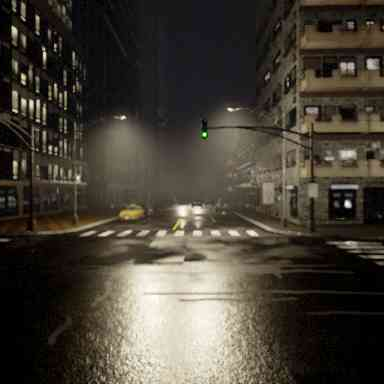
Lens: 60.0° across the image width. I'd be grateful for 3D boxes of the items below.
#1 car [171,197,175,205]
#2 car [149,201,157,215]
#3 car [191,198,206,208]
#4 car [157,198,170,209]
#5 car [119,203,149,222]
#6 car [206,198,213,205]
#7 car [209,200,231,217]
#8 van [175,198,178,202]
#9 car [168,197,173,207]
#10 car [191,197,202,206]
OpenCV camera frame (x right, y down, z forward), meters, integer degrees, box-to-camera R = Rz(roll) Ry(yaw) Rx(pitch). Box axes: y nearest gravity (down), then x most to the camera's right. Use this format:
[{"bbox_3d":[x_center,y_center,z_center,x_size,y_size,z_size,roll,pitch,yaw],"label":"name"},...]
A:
[{"bbox_3d":[-4.832,2.105,63.571,1.887,1.381,4.507,-1,-1,1],"label":"car"},{"bbox_3d":[-5.209,1.884,35.302,1.947,1.339,4.313,-1,-1,1],"label":"car"},{"bbox_3d":[0.894,1.985,57.746,2.128,1.511,4.902,0,-1,1],"label":"car"},{"bbox_3d":[-4.983,2.008,52.263,1.887,1.381,4.507,-1,-1,1],"label":"car"},{"bbox_3d":[-5.287,1.794,29.479,1.752,1.417,4.829,-1,-1,1],"label":"car"},{"bbox_3d":[3.620,2.024,69.115,1.967,1.590,4.097,-1,-1,1],"label":"car"},{"bbox_3d":[3.170,1.844,35.191,2.008,1.369,4.403,-1,-1,1],"label":"car"},{"bbox_3d":[-4.685,1.999,74.881,1.690,1.788,3.998,-1,-1,1],"label":"van"},{"bbox_3d":[-4.907,2.094,57.917,1.802,1.307,4.206,-1,-1,1],"label":"car"},{"bbox_3d":[0.926,1.932,67.706,2.097,1.767,4.553,0,0,1],"label":"car"}]
